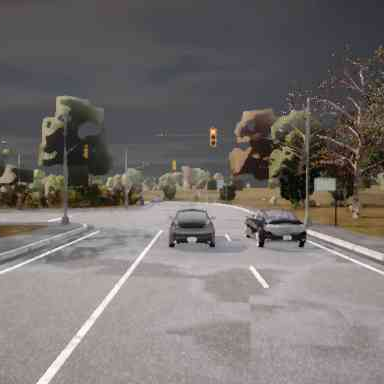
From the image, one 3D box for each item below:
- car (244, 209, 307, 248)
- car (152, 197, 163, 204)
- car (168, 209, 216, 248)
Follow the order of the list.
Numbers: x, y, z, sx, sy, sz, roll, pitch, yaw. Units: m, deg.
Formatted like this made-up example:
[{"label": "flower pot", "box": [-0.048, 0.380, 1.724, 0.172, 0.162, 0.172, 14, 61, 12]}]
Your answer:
[{"label": "car", "box": [3.500, 1.472, 14.651, 2.128, 1.511, 4.902, 0, 0, 0]}, {"label": "car", "box": [-8.304, 1.884, 79.212, 2.097, 1.767, 4.553, 0, -1, -16]}, {"label": "car", "box": [0.000, 1.493, 14.651, 1.837, 1.490, 4.892, 0, 0, 0]}]
